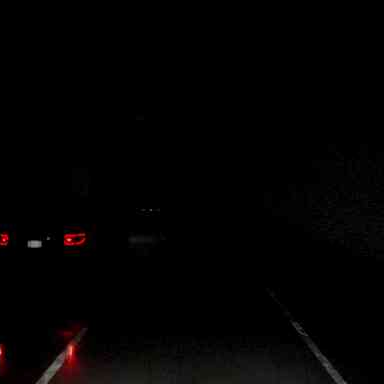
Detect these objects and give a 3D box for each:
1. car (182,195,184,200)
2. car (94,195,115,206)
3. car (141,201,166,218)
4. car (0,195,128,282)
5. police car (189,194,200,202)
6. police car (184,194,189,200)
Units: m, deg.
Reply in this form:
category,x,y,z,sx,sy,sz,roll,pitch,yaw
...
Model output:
category,x,y,z,sx,sy,sz,roll,pitch,yaw
car,-1.395,1.330,95.261,2.097,1.767,4.553,0,0,-13
car,-14.073,1.340,53.680,2.097,1.767,4.553,0,0,0
car,-3.407,1.541,30.148,2.033,1.411,5.357,0,0,0
car,-3.403,1.219,9.877,2.150,2.045,5.566,0,0,0
police car,0.918,1.408,78.460,1.930,1.638,5.238,0,0,-3
police car,-0.194,1.406,89.098,1.930,1.638,5.238,0,0,-9
